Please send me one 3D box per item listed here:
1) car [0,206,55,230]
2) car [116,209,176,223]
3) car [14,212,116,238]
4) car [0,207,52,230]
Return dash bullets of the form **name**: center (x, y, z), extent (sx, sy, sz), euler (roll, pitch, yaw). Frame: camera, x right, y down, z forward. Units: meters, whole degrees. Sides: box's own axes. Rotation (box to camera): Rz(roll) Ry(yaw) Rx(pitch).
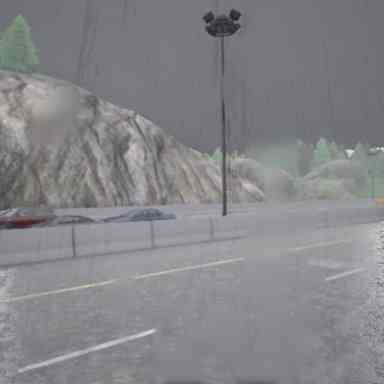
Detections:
- **car**: center (-11.132, 1.757, 21.925), extent (4.553, 1.767, 2.097), euler (0, -1, -37)
- **car**: center (-3.565, 1.876, 23.313), extent (5.357, 1.411, 2.033), euler (0, -1, -37)
- **car**: center (-6.345, 1.848, 16.771), extent (4.181, 1.385, 1.994), euler (0, -1, -37)
- **car**: center (-13.205, 1.969, 24.743), extent (4.892, 1.490, 1.837), euler (0, -1, -37)
